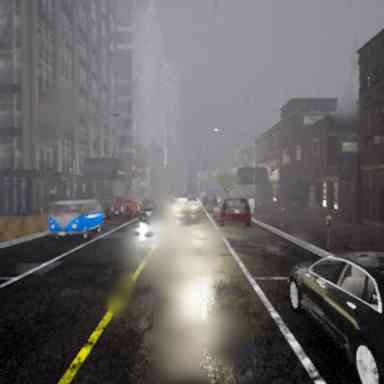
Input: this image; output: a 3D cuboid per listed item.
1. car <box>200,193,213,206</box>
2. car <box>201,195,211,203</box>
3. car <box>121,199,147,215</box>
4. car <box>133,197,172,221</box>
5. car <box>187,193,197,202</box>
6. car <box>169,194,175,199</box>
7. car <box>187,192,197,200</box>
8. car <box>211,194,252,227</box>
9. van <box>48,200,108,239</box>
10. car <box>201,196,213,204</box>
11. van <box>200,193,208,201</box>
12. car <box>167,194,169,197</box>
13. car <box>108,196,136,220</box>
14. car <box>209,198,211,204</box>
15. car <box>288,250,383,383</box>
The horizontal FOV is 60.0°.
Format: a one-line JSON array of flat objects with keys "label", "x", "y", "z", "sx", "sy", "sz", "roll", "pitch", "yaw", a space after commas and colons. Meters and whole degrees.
[{"label": "car", "x": 2.681, "y": 1.161, "z": 49.855, "sx": 2.192, "sy": 1.841, "sz": 5.009, "roll": -1, "pitch": 0, "yaw": 0}, {"label": "car", "x": 2.687, "y": 1.376, "z": 66.458, "sx": 1.802, "sy": 1.307, "sz": 4.206, "roll": -1, "pitch": 0, "yaw": 0}, {"label": "car", "x": -5.698, "y": 1.424, "z": 33.093, "sx": 1.752, "sy": 1.417, "sz": 4.829, "roll": -1, "pitch": 0, "yaw": 0}, {"label": "car", "x": -3.021, "y": 1.412, "z": 26.433, "sx": 2.128, "sy": 1.511, "sz": 4.902, "roll": 0, "pitch": 0, "yaw": 0}, {"label": "car", "x": 0.008, "y": 1.313, "z": 68.028, "sx": 1.812, "sy": 1.442, "sz": 4.674, "roll": 0, "pitch": 0, "yaw": 0}, {"label": "car", "x": -5.693, "y": 1.166, "z": 88.611, "sx": 1.967, "sy": 1.590, "sz": 4.097, "roll": -1, "pitch": 0, "yaw": 0}, {"label": "car", "x": 0.009, "y": 0.942, "z": 77.962, "sx": 2.097, "sy": 1.767, "sz": 4.553, "roll": 0, "pitch": 0, "yaw": 0}, {"label": "car", "x": 2.678, "y": 1.246, "z": 22.182, "sx": 2.192, "sy": 1.841, "sz": 5.009, "roll": -1, "pitch": 0, "yaw": 0}, {"label": "van", "x": -5.702, "y": 1.291, "z": 16.658, "sx": 1.690, "sy": 1.788, "sz": 3.998, "roll": -1, "pitch": 0, "yaw": 0}, {"label": "car", "x": 2.686, "y": 1.377, "z": 60.924, "sx": 1.947, "sy": 1.339, "sz": 4.313, "roll": -1, "pitch": 0, "yaw": 0}, {"label": "van", "x": 2.684, "y": 1.101, "z": 77.526, "sx": 1.690, "sy": 1.788, "sz": 3.998, "roll": -1, "pitch": 0, "yaw": 0}, {"label": "car", "x": -5.695, "y": 1.338, "z": 60.766, "sx": 1.752, "sy": 1.417, "sz": 4.829, "roll": -1, "pitch": 0, "yaw": 0}, {"label": "car", "x": -5.701, "y": 1.230, "z": 27.727, "sx": 2.192, "sy": 1.841, "sz": 5.009, "roll": -1, "pitch": 0, "yaw": 0}, {"label": "car", "x": 2.682, "y": 1.439, "z": 27.887, "sx": 1.752, "sy": 1.417, "sz": 4.829, "roll": -1, "pitch": 0, "yaw": 0}, {"label": "car", "x": 2.691, "y": 1.536, "z": 4.843, "sx": 2.008, "sy": 1.369, "sz": 4.403, "roll": -1, "pitch": 0, "yaw": 0}]
